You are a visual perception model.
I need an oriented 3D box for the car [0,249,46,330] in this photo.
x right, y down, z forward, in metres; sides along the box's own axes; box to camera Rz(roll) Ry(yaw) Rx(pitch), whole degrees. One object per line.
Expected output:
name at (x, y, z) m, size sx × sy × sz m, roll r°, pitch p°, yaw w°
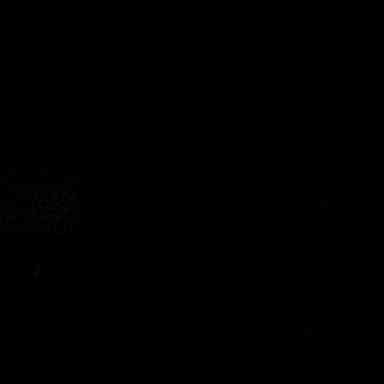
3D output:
car at (-4.786, 1.452, 4.692) m, size 5.008 × 1.535 × 1.882 m, roll 0°, pitch 0°, yaw -35°
